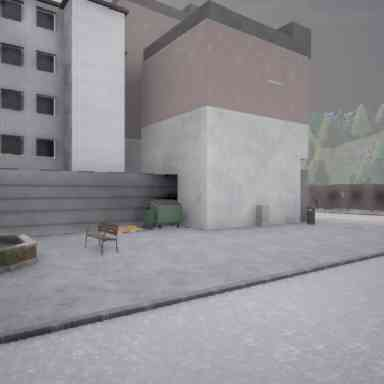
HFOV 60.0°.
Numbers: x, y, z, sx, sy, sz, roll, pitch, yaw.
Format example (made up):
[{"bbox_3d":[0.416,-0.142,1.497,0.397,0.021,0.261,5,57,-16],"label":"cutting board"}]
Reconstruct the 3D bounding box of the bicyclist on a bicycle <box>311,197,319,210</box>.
[{"bbox_3d":[14.708,1.360,39.836,1.656,1.620,0.582,0,0,-36],"label":"bicyclist on a bicycle"}]
